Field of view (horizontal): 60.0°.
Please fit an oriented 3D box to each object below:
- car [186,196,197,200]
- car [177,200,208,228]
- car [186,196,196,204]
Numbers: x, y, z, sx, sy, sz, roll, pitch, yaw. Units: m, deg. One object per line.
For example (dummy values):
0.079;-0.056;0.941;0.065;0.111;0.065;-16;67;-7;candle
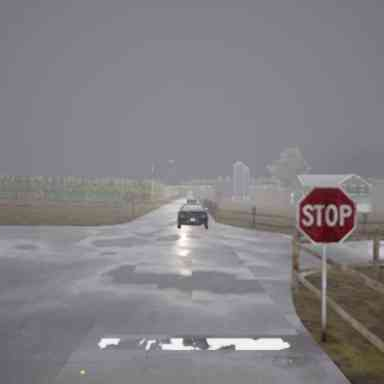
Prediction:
-0.049;1.630;61.348;1.882;1.535;5.008;0;0;0;car
0.046;1.507;22.207;1.882;1.535;5.008;0;0;0;car
-0.171;1.703;72.089;2.128;1.511;4.902;0;0;0;car
